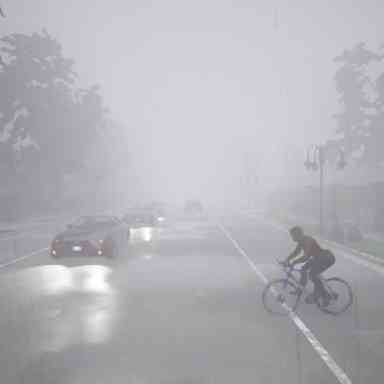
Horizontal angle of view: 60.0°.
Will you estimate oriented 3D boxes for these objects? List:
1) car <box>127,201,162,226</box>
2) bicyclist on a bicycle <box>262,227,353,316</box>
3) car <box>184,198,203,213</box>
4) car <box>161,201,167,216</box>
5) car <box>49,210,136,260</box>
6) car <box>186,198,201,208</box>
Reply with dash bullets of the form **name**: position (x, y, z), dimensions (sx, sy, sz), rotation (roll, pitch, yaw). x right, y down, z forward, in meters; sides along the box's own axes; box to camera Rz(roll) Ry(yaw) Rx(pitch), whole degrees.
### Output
- **car**: position (-3.439, 1.563, 23.022), dimensions (1.994, 1.385, 4.181), rotation (0, 0, 0)
- **bicyclist on a bicycle**: position (2.080, 1.451, 6.039), dimensions (1.656, 1.620, 0.582), rotation (-2, 0, 0)
- **car**: position (0.175, 1.499, 36.253), dimensions (1.837, 1.490, 4.892), rotation (0, 0, 1)
- **car**: position (-3.440, 1.545, 32.274), dimensions (2.033, 1.411, 5.357), rotation (0, 0, 1)
- **car**: position (-3.564, 1.564, 12.315), dimensions (1.994, 1.385, 4.181), rotation (0, 0, 0)
- **car**: position (0.186, 1.536, 47.305), dimensions (1.994, 1.385, 4.181), rotation (0, 0, 1)
